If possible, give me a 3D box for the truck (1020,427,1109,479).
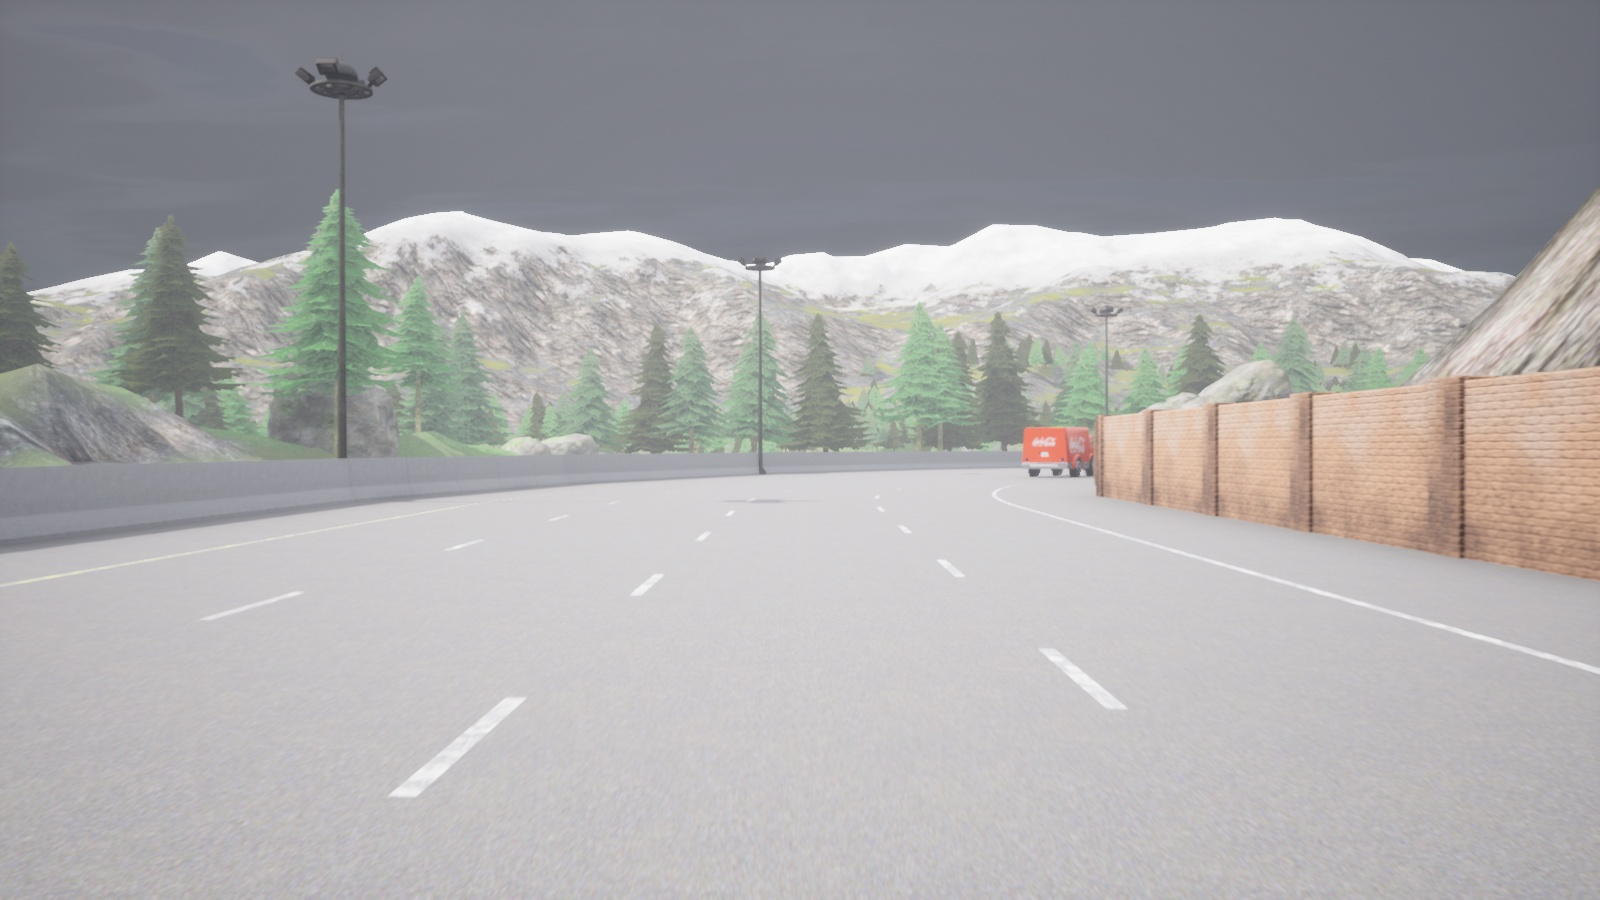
[{"bbox_3d":[13.282,0.132,62.829,2.627,2.467,5.204,0,0,33],"label":"truck"}]
